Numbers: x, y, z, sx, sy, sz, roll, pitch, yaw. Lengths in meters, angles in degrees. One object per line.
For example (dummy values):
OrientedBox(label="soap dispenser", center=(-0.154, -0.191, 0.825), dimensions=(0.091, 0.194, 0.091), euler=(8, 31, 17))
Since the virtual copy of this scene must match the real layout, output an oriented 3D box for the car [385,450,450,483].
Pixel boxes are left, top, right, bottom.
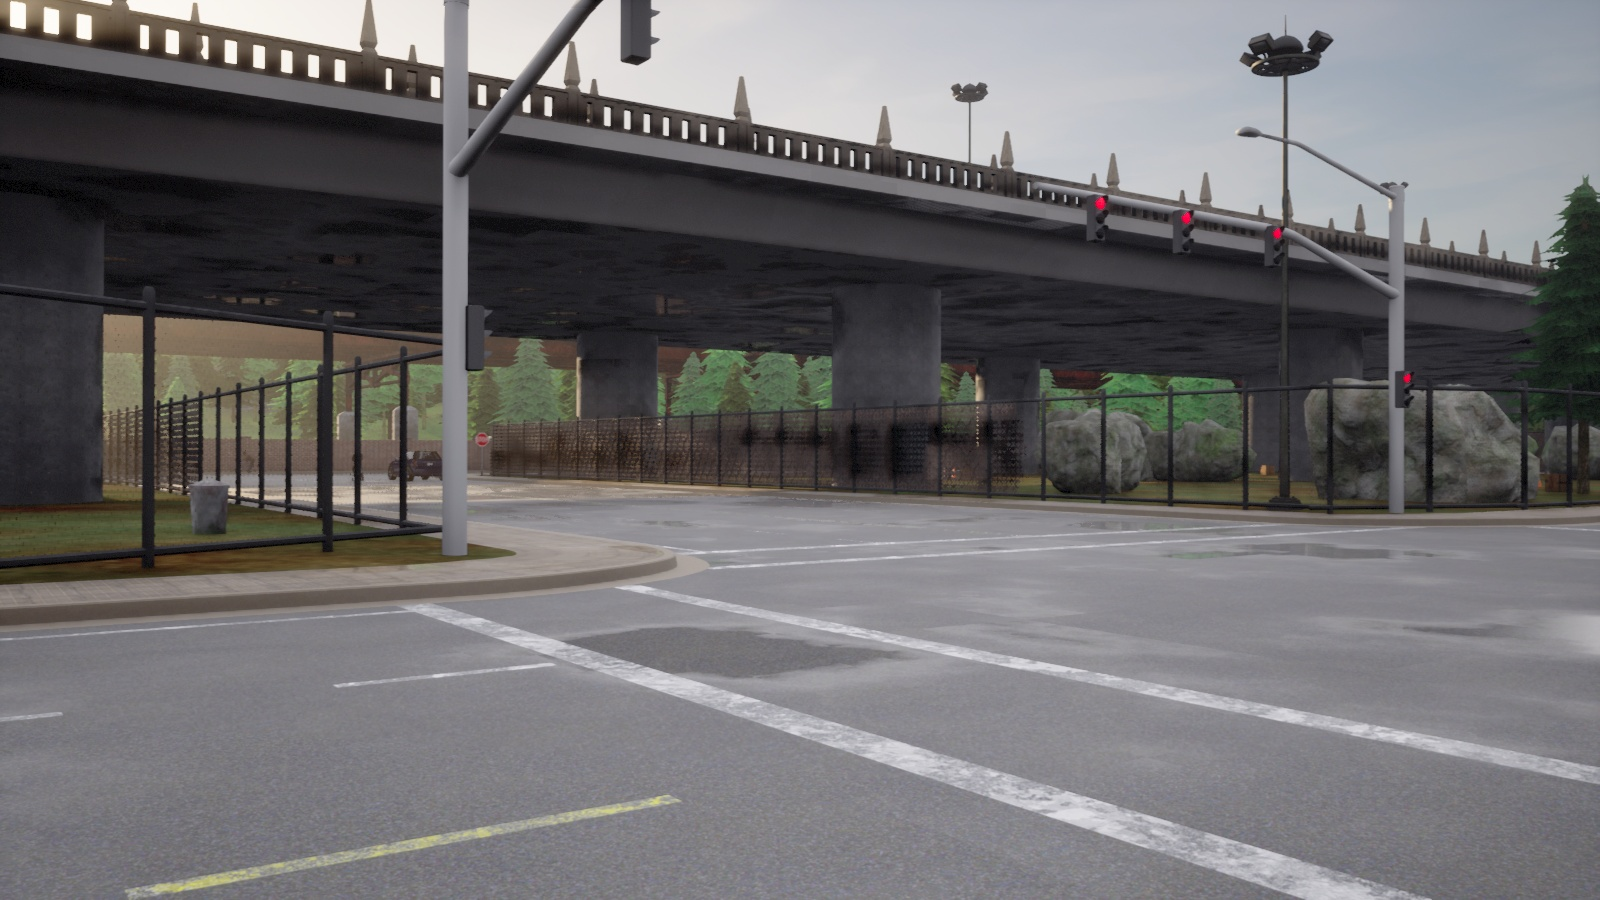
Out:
OrientedBox(label="car", center=(-21.018, 0.879, 68.914), dimensions=(2.097, 1.767, 4.553), euler=(0, 0, -35))
